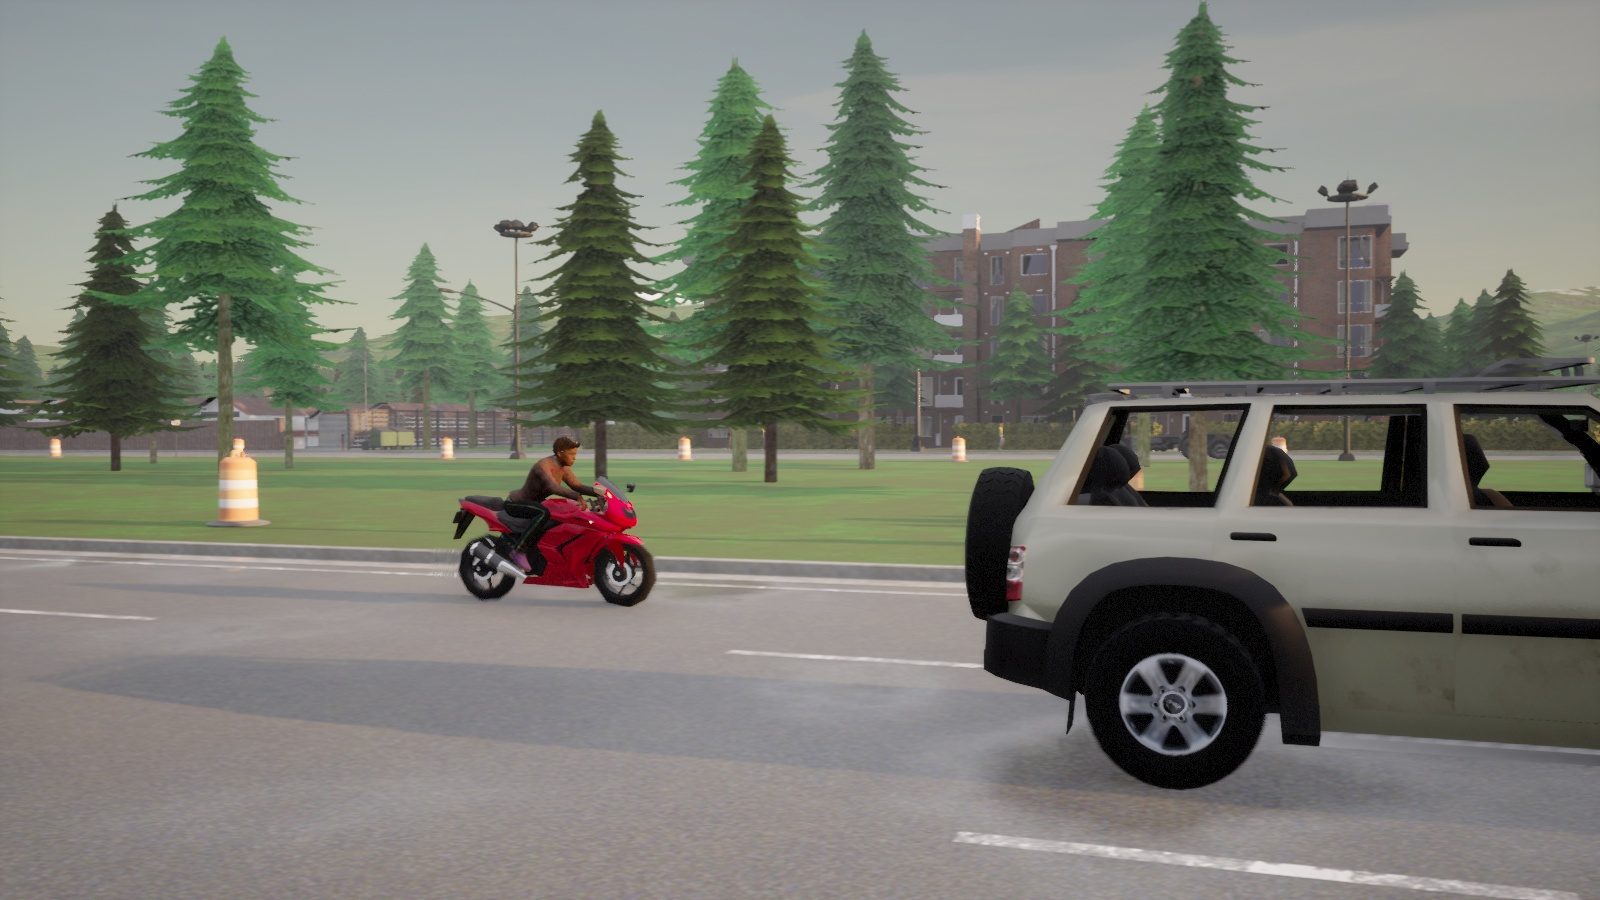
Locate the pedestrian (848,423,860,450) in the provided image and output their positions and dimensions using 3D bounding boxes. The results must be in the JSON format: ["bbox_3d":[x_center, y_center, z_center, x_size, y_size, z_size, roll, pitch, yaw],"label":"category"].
[{"bbox_3d":[3.724,-0.907,85.940,0.726,1.835,0.370,1,1,20],"label":"pedestrian"}]

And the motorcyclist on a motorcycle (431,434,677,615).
[{"bbox_3d":[-2.215,0.619,11.323,2.044,1.523,0.797,1,1,19],"label":"motorcyclist on a motorcycle"}]

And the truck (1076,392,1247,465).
[{"bbox_3d":[17.833,-1.081,62.002,7.936,3.462,2.891,1,1,19],"label":"truck"}]

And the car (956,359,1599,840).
[{"bbox_3d":[3.194,0.562,5.808,4.605,1.855,1.932,1,1,19],"label":"car"}]
